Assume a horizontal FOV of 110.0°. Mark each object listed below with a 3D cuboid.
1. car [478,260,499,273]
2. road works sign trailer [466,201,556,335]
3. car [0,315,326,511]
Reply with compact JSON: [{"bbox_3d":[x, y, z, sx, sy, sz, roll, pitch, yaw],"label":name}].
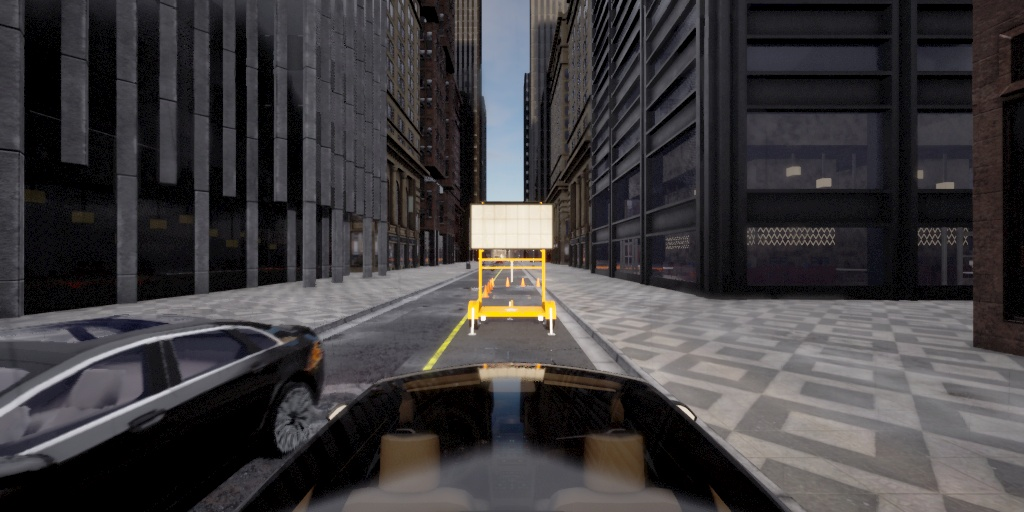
[{"bbox_3d":[-3.119,1.252,44.975,2.128,1.511,4.902,0,0,0],"label":"car"},{"bbox_3d":[-0.001,0.215,10.480,2.380,3.560,2.880,0,0,0],"label":"road works sign trailer"},{"bbox_3d":[-3.096,1.241,2.227,2.128,1.511,4.902,0,0,0],"label":"car"}]
